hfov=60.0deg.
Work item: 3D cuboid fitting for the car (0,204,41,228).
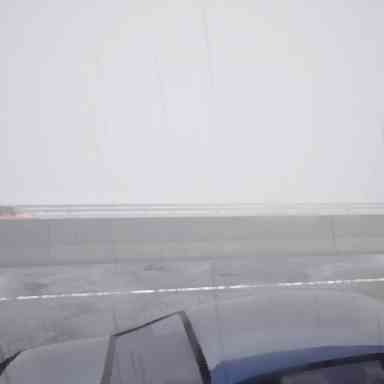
[{"bbox_3d":[-12.271,1.553,21.591,4.181,1.385,1.994,0,0,-10],"label":"car"}]

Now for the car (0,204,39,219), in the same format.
[{"bbox_3d":[-9.614,1.345,14.953,4.553,1.767,2.097,0,0,-10],"label":"car"}]

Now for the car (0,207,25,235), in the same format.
[{"bbox_3d":[-11.665,1.555,18.144,4.181,1.385,1.994,0,0,-10],"label":"car"}]

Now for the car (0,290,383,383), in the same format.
[{"bbox_3d":[1.128,1.545,2.433,5.357,1.411,2.033,0,0,-10],"label":"car"}]
